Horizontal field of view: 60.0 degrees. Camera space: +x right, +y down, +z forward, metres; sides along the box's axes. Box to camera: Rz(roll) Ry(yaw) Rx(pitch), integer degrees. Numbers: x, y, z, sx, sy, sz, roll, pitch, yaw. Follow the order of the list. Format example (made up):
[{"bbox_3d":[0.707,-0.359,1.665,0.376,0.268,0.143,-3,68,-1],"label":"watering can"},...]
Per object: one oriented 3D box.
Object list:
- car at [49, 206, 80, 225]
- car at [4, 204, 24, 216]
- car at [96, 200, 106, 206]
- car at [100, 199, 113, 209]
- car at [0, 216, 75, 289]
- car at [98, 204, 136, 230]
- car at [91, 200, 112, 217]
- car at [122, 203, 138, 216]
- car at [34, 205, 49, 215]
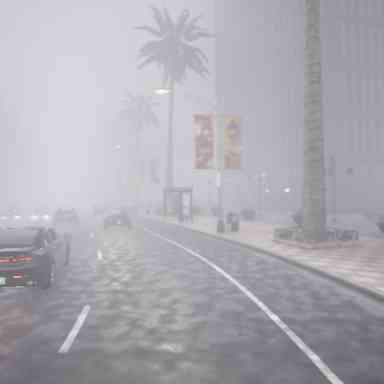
[{"bbox_3d":[-10.729,1.985,28.502,2.128,1.511,4.902,-1,-1,-19],"label":"car"},{"bbox_3d":[-23.825,2.409,44.564,1.837,1.490,4.892,-1,-1,-19],"label":"car"},{"bbox_3d":[-24.184,2.867,87.995,2.161,1.482,4.786,-1,-1,-19],"label":"car"},{"bbox_3d":[-17.281,2.366,67.183,2.185,1.767,4.553,-1,-1,-19],"label":"car"},{"bbox_3d":[-4.675,1.690,9.457,1.837,1.490,4.892,0,-1,-13],"label":"car"},{"bbox_3d":[-5.547,1.879,24.197,1.812,1.442,4.674,-1,-1,-19],"label":"car"},{"bbox_3d":[-10.845,2.101,39.529,2.128,1.511,4.902,-1,0,-19],"label":"car"},{"bbox_3d":[-7.648,2.029,39.434,2.231,1.521,4.892,-1,-1,-19],"label":"car"},{"bbox_3d":[-20.624,2.458,46.028,1.895,1.301,4.718,-1,-1,-19],"label":"car"}]
